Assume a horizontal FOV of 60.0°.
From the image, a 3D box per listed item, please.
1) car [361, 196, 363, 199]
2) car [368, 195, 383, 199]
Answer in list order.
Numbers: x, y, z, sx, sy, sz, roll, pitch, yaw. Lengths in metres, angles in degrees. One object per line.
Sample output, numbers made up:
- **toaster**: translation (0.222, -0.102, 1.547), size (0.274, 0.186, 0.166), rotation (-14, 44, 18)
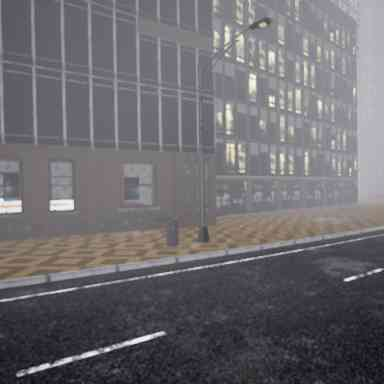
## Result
- **car**: translation (37.515, 0.973, 77.726), size (1.947, 1.339, 4.313), rotation (-1, 1, -42)
- **car**: translation (41.275, 1.033, 73.464), size (1.802, 1.307, 4.206), rotation (-1, 1, -42)
